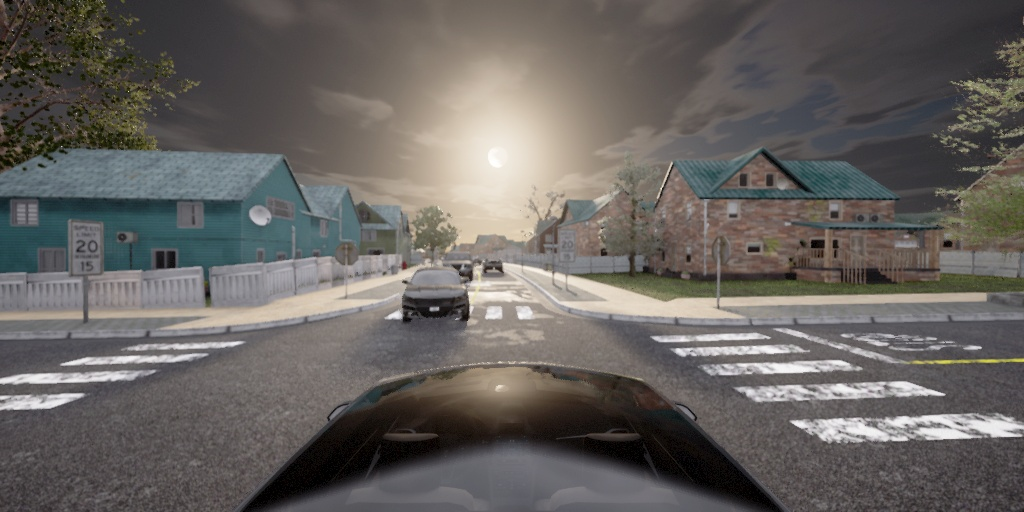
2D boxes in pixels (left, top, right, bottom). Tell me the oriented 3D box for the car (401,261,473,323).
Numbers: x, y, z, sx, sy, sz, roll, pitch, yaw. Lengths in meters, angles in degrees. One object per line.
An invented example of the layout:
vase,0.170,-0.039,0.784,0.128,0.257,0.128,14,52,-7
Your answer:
car,-2.532,1.108,11.950,1.882,1.535,5.008,0,1,-11

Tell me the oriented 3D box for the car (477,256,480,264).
car,-6.271,0.689,60.368,1.812,1.442,4.674,0,0,-12

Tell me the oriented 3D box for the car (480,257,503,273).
car,-1.957,0.873,35.865,1.837,1.490,4.892,0,1,-7

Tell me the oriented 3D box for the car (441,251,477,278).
car,-3.896,0.687,26.212,2.150,2.045,5.566,0,1,-5
